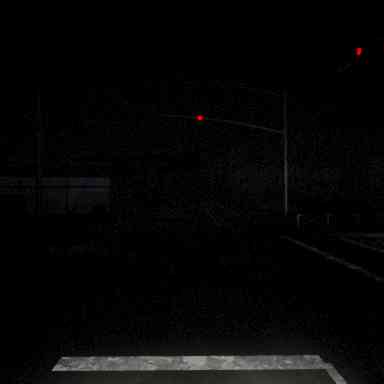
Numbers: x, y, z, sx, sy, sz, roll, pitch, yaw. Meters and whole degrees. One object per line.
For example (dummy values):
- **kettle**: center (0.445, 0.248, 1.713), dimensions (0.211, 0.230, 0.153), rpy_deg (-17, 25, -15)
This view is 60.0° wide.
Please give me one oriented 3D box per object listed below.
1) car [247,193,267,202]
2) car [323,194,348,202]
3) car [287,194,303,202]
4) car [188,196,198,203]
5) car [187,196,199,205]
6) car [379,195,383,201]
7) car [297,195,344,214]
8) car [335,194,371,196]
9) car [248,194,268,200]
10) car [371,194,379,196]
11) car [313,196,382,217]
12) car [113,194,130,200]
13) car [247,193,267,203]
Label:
- **car**: center (13.426, 1.077, 68.932), dimensions (3.866, 1.878, 1.905), rpy_deg (0, 0, 0)
- **car**: center (31.291, 1.298, 72.653), dimensions (4.514, 1.523, 2.007), rpy_deg (0, 0, 0)
- **car**: center (21.306, 1.097, 65.675), dimensions (4.605, 1.855, 1.932), rpy_deg (0, 0, 0)
- **car**: center (0.249, 1.547, 69.629), dimensions (2.033, 1.411, 5.357), rpy_deg (0, 0, 0)
- **car**: center (0.229, 1.505, 59.243), dimensions (1.837, 1.490, 4.892), rpy_deg (0, 0, 0)
- **car**: center (38.701, 1.153, 62.601), dimensions (5.027, 1.636, 2.152), rpy_deg (0, 0, 0)
- **car**: center (13.006, 1.330, 31.348), dimensions (5.027, 1.636, 2.152), rpy_deg (0, 0, 0)
- **car**: center (20.636, 1.320, 43.223), dimensions (3.633, 1.501, 1.845), rpy_deg (0, 0, 0)
- **car**: center (18.102, 1.333, 91.563), dimensions (4.902, 1.511, 2.128), rpy_deg (0, 0, 0)
- **car**: center (38.354, 1.232, 69.017), dimensions (3.806, 1.475, 1.970), rpy_deg (0, 0, 0)
- **car**: center (13.070, 1.339, 28.212), dimensions (4.514, 1.523, 2.007), rpy_deg (0, 0, 0)
- **car**: center (-19.433, 1.332, 91.525), dimensions (4.674, 1.442, 1.812), rpy_deg (0, 0, 0)
- **car**: center (12.827, 1.361, 65.605), dimensions (3.806, 1.475, 1.970), rpy_deg (0, 0, 0)
